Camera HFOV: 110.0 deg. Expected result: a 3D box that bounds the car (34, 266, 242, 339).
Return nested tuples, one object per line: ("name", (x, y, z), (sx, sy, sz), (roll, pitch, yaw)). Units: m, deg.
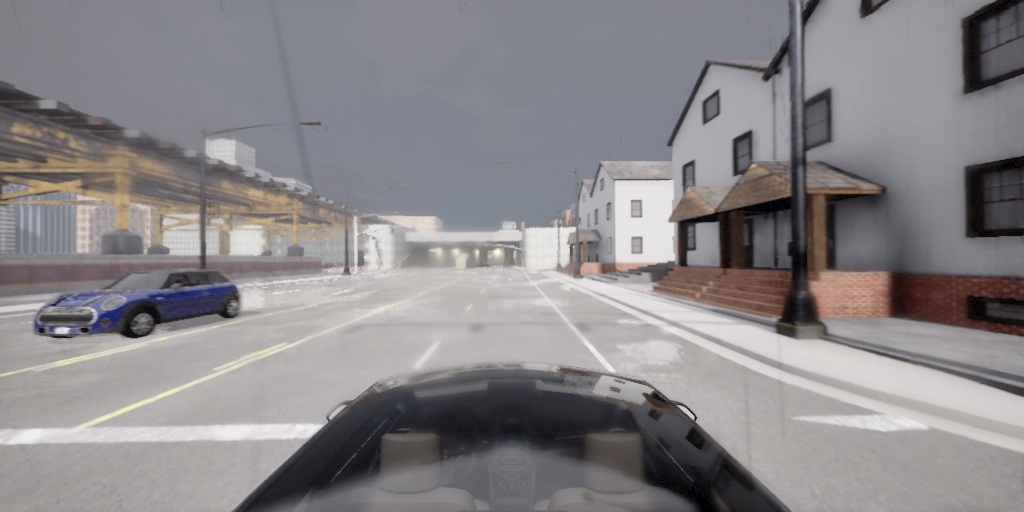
("car", (-10.507, 1.186, 10.626), (2.097, 1.767, 4.553), (0, -1, 0))
